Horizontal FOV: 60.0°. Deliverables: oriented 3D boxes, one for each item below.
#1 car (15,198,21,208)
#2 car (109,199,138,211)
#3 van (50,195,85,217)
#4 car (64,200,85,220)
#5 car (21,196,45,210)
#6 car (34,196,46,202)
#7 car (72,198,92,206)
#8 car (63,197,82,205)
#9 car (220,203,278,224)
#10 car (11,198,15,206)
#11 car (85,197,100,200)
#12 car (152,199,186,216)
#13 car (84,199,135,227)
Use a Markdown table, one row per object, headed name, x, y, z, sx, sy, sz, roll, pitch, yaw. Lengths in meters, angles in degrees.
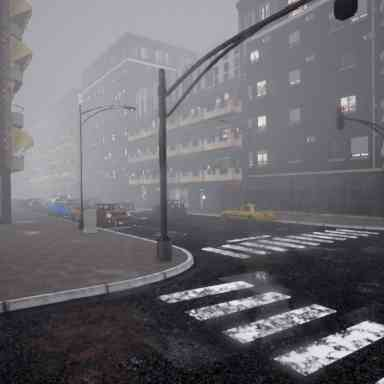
| name | x | y | z | sx | sy | sz | roll | pitch | yaw |
| --- | --- | --- | --- | --- | --- | --- | --- | --- | --- |
| car | -25.277 | 1.770 | 50.881 | 1.947 | 1.339 | 4.313 | -1 | 1 | -36 |
| car | -8.789 | 1.581 | 42.277 | 2.008 | 1.369 | 4.403 | -1 | 1 | -36 |
| van | -12.373 | 1.483 | 32.894 | 1.690 | 1.788 | 3.998 | -1 | 1 | -36 |
| car | -9.044 | 1.652 | 28.262 | 1.752 | 1.417 | 4.829 | -1 | 1 | -36 |
| car | -22.052 | 1.628 | 46.384 | 1.967 | 1.590 | 4.097 | -1 | 1 | -36 |
| car | -37.831 | 1.728 | 82.743 | 1.887 | 1.381 | 4.507 | -1 | 1 | -36 |
| car | -18.469 | 1.644 | 55.766 | 1.947 | 1.339 | 4.313 | -1 | 1 | -36 |
| car | -21.696 | 1.645 | 60.262 | 2.008 | 1.369 | 4.403 | -1 | 1 | -36 |
| car | 4.019 | 1.498 | 24.431 | 1.752 | 1.417 | 4.829 | -1 | 1 | -36 |
| car | -31.731 | 1.783 | 59.873 | 1.887 | 1.381 | 4.507 | -1 | 1 | -36 |
| car | -15.244 | 1.502 | 51.269 | 1.967 | 1.590 | 4.097 | -1 | 1 | -36 |
| car | -2.337 | 1.441 | 33.284 | 1.967 | 1.590 | 4.097 | -1 | 1 | -36 |
| car | -5.918 | 1.553 | 23.904 | 1.967 | 1.590 | 4.097 | -1 | 1 | -36 |
